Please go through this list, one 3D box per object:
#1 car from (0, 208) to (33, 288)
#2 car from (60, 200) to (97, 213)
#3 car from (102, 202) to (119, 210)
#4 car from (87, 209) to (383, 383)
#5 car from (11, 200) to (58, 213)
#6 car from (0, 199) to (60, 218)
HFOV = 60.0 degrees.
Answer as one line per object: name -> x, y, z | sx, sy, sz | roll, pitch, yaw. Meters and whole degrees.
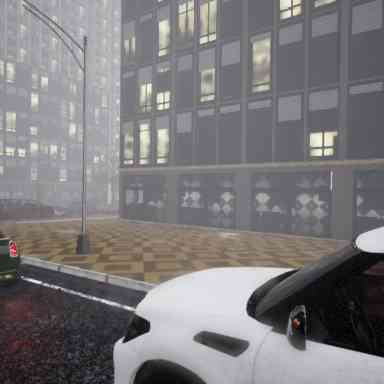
car -> -6.157, 1.348, 8.049 | 4.553, 1.767, 2.097 | 0, 0, 35
car -> -14.327, 1.739, 41.000 | 2.033, 1.411, 5.357 | 1, 0, 37
car -> -8.336, 1.830, 39.387 | 1.752, 1.417, 4.829 | 1, 0, 36
car -> 1.919, 1.222, 2.313 | 5.566, 2.045, 2.150 | 0, 0, 36
car -> -18.632, 1.643, 39.534 | 1.752, 1.417, 4.829 | 1, 0, 36
car -> -15.119, 1.519, 30.164 | 2.192, 1.841, 5.009 | 1, 0, 36
